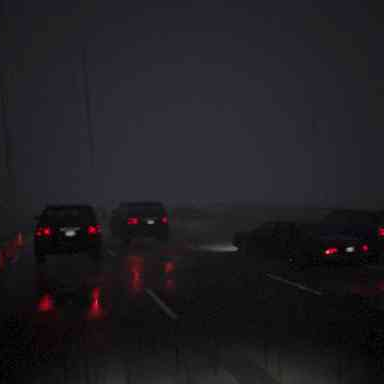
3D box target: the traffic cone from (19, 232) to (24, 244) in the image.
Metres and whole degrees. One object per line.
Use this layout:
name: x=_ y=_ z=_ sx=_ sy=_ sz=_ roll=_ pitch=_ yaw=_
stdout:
traffic cone: x=-8.564 y=2.302 z=16.557 sx=0.340 sy=0.580 sz=0.340 roll=-1 pitch=-1 yaw=-22

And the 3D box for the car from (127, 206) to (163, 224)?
car: x=-4.472 y=2.029 z=30.737 sx=2.033 sy=1.411 sz=5.357 roll=0 pitch=-1 yaw=-22

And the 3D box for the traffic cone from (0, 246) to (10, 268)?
traffic cone: x=-6.315 y=2.195 z=10.995 sx=0.340 sy=0.580 sz=0.340 roll=0 pitch=-1 yaw=-22

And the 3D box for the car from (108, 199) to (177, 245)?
car: x=-2.857 y=1.500 z=17.402 sx=2.150 sy=2.045 sz=5.566 roll=0 pitch=-1 yaw=-22

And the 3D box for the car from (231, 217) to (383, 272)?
car: x=3.361 y=1.657 z=11.370 sx=2.033 sy=1.411 sz=5.357 roll=0 pitch=-1 yaw=-22

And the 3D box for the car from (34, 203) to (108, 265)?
car: x=-4.934 y=1.471 z=13.170 sx=2.150 sy=2.045 sz=5.566 roll=0 pitch=-1 yaw=-22

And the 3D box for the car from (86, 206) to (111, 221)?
car: x=-9.720 y=2.169 z=34.371 sx=1.994 sy=1.385 sz=4.181 roll=0 pitch=-1 yaw=-22

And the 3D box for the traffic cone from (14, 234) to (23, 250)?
traffic cone: x=-7.814 y=2.266 z=14.703 sx=0.340 sy=0.580 sz=0.340 roll=0 pitch=-1 yaw=-22

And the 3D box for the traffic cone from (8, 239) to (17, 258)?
traffic cone: x=-7.064 y=2.231 z=12.849 sx=0.340 sy=0.580 sz=0.340 roll=0 pitch=-1 yaw=-22

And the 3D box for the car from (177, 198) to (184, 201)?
car: x=-2.993 y=2.071 z=59.929 sx=3.866 sy=1.878 sz=1.905 roll=0 pitch=-1 yaw=-22

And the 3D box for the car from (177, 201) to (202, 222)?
car: x=-0.724 y=1.908 z=30.800 sx=1.882 sy=1.535 sz=5.008 roll=0 pitch=-1 yaw=-22

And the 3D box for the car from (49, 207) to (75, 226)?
car: x=-11.702 y=2.136 z=29.942 sx=1.994 sy=1.385 sz=4.181 roll=0 pitch=-1 yaw=-22

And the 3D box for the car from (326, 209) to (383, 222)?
car: x=6.342 y=1.446 z=13.326 sx=2.097 sy=1.767 sz=4.553 roll=0 pitch=-1 yaw=-22
